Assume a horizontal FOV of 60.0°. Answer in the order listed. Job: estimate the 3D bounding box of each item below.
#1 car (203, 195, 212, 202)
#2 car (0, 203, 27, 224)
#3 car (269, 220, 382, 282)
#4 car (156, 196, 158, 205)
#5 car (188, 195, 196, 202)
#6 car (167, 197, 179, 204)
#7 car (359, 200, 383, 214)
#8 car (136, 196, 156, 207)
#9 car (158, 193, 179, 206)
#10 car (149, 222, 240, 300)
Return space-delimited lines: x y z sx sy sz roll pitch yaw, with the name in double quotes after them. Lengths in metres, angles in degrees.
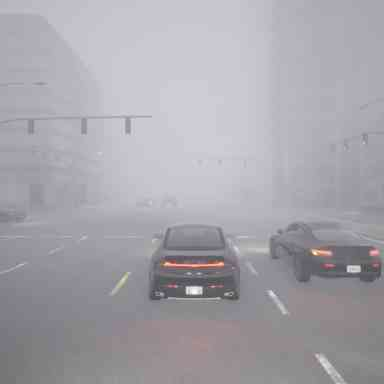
3.500 1.500 74.698 1.837 1.490 4.892 0 0 0 "car"
-14.579 1.525 24.534 4.674 1.442 1.812 0 0 11 "car"
3.563 1.526 9.601 1.812 1.442 4.674 0 0 0 "car"
-7.073 1.477 59.926 1.882 1.535 5.008 0 0 0 "car"
-0.004 1.364 73.853 2.128 1.511 4.902 0 0 0 "car"
-3.553 1.601 63.317 1.895 1.301 4.718 0 0 1 "car"
20.844 1.547 35.464 5.357 1.411 2.033 0 0 1 "car"
-7.101 1.547 50.103 2.033 1.411 5.357 0 0 0 "car"
-3.606 1.221 53.344 2.150 2.045 5.566 0 0 1 "car"
0.057 1.505 8.345 1.837 1.490 4.892 0 0 0 "car"
